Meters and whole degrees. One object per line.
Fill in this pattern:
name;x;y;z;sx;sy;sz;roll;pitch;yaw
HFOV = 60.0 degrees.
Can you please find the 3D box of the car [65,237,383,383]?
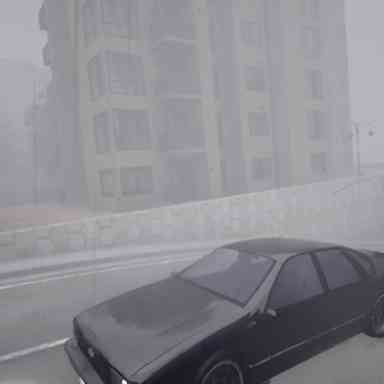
car;1.128;1.426;4.752;5.357;1.411;2.033;-2;2;-34
